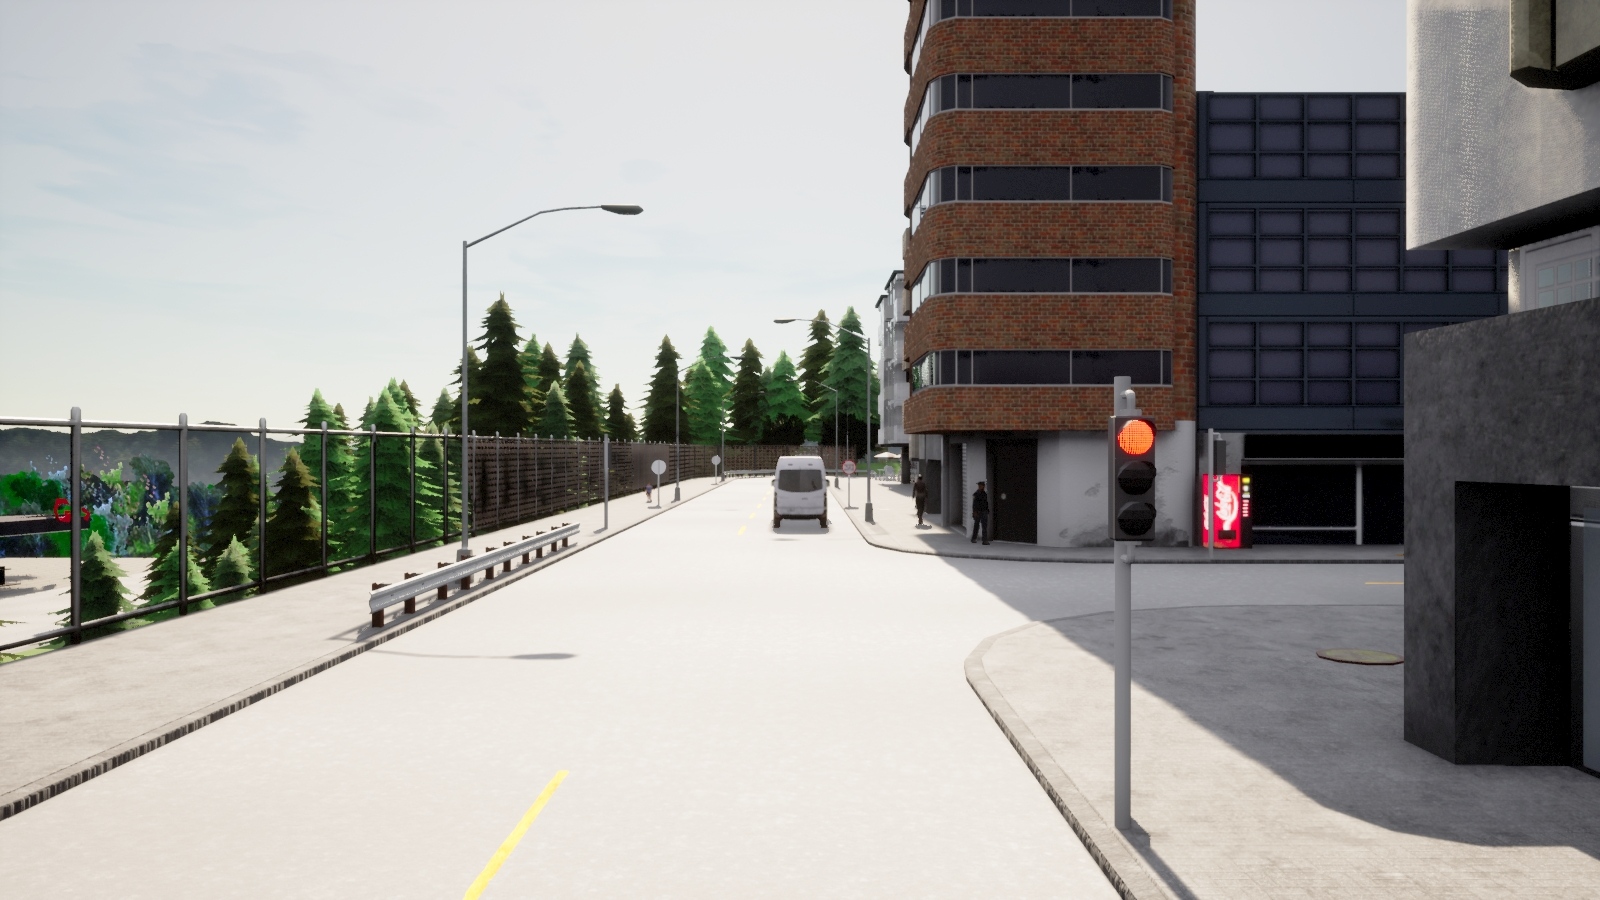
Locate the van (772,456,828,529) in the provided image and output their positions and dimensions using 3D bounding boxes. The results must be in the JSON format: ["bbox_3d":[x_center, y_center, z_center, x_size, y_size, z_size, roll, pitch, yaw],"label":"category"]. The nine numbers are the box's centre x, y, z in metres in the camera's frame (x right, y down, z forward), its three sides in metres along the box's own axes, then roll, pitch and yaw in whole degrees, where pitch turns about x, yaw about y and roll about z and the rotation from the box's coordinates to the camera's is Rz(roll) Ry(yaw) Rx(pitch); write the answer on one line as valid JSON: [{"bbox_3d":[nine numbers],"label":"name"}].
[{"bbox_3d":[0.012,1.517,43.502,1.988,2.561,5.915,0,0,0],"label":"van"}]

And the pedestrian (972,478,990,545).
[{"bbox_3d":[5.093,1.723,32.101,0.375,1.860,0.375,0,0,-19],"label":"pedestrian"}]

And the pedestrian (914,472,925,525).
[{"bbox_3d":[4.224,1.720,40.445,0.375,1.860,0.375,0,0,9],"label":"pedestrian"}]

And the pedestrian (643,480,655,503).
[{"bbox_3d":[-7.650,2.102,57.917,0.500,1.100,0.500,0,0,1],"label":"pedestrian"}]
